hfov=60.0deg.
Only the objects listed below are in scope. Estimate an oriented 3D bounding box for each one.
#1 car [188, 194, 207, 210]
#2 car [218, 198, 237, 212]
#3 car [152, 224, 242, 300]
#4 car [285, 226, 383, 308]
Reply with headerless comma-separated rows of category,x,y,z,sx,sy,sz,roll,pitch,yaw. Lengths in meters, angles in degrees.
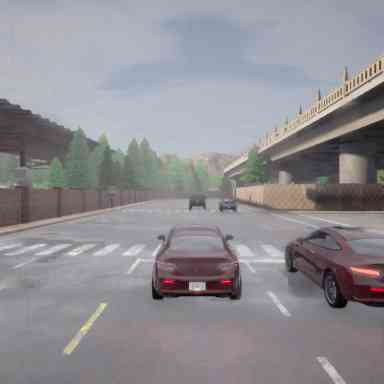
car,0.728,1.221,43.432,2.150,2.045,5.566,0,0,1
car,4.146,1.491,39.150,2.128,1.511,4.902,0,0,1
car,0.094,1.526,8.273,1.812,1.442,4.674,0,0,0
car,3.595,1.526,7.773,1.812,1.442,4.674,0,0,0
